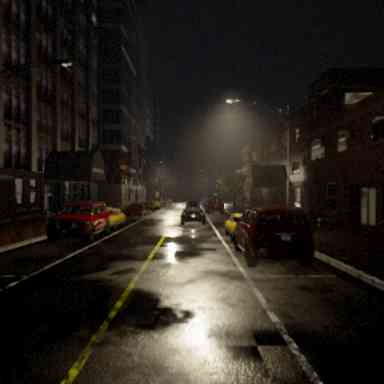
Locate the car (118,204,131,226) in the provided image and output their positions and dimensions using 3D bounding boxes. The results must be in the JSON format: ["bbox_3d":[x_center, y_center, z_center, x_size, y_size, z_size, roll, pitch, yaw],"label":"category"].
[{"bbox_3d":[-5.703,1.724,22.729,1.752,1.417,4.829,-1,0,0],"label":"car"}]

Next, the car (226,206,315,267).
[{"bbox_3d":[2.674,1.419,11.822,2.192,1.841,5.009,-1,0,0],"label":"car"}]

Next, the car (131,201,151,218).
[{"bbox_3d":[-5.703,1.840,33.968,1.887,1.381,4.507,-1,0,0],"label":"car"}]

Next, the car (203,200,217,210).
[{"bbox_3d":[2.676,2.005,50.560,1.947,1.339,4.313,-1,0,0],"label":"car"}]

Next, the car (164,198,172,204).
[{"bbox_3d":[-5.707,2.119,78.247,1.967,1.590,4.097,-1,0,0],"label":"car"}]

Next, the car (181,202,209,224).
[{"bbox_3d":[0.099,1.800,27.134,1.994,1.385,4.181,0,0,0],"label":"car"}]

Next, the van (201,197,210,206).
[{"bbox_3d":[2.672,1.924,67.165,1.690,1.788,3.998,-1,0,0],"label":"van"}]

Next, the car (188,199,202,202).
[{"bbox_3d":[0.098,1.915,44.822,1.812,1.442,4.674,0,-1,0],"label":"car"}]

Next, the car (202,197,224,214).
[{"bbox_3d":[2.673,1.658,39.494,2.192,1.841,5.009,-1,0,0],"label":"car"}]

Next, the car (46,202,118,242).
[{"bbox_3d":[-5.706,1.467,17.366,2.192,1.841,5.009,-1,0,0],"label":"car"}]

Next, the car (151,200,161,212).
[{"bbox_3d":[-5.704,1.915,44.868,1.752,1.417,4.829,-1,0,0],"label":"car"}]

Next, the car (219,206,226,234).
[{"bbox_3d":[2.678,1.678,17.525,1.752,1.417,4.829,-1,0,0],"label":"car"}]

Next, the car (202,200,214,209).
[{"bbox_3d":[2.677,2.069,56.094,1.802,1.307,4.206,-1,0,0],"label":"car"}]
